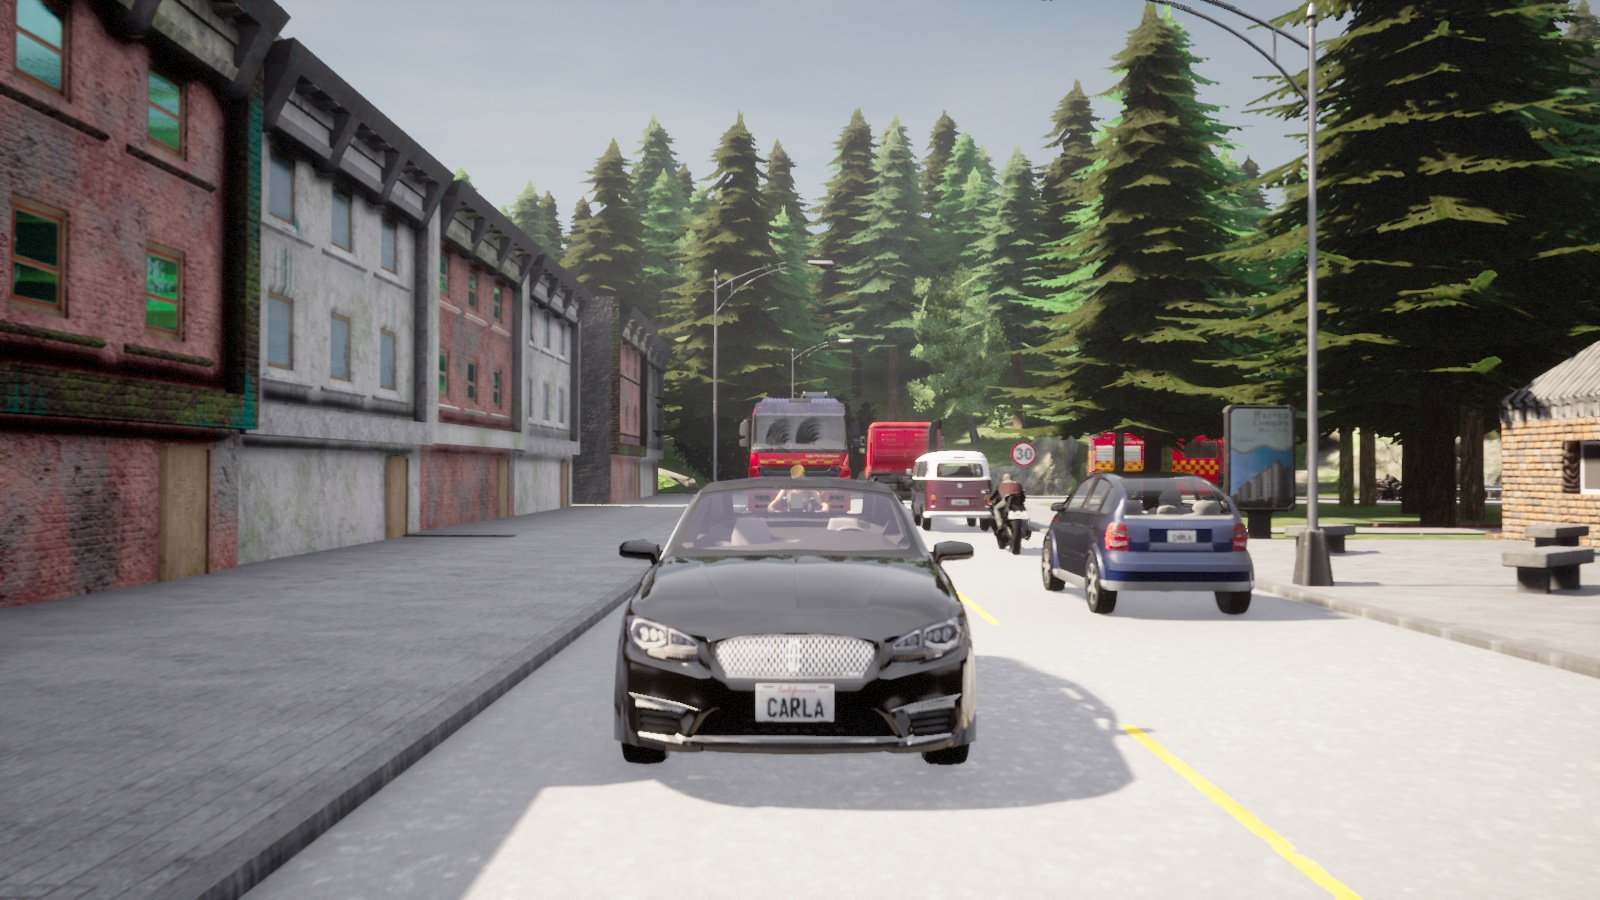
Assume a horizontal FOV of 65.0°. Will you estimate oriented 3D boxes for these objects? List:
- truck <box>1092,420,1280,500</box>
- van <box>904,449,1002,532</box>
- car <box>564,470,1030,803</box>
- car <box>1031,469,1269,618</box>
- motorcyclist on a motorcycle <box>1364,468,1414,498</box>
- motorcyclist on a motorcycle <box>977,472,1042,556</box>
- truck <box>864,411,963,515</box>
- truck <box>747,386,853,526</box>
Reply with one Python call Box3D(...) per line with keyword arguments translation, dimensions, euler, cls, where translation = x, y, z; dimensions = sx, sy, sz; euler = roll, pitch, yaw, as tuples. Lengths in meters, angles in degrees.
Box3D(translation=(18.899, 0.512, 62.020), dimensions=(8.468, 3.827, 2.891), euler=(0, -1, 7), cls="truck")
Box3D(translation=(3.988, 1.029, 33.473), dimensions=(2.069, 2.038, 4.480), euler=(0, -1, 0), cls="van")
Box3D(translation=(-0.014, 0.893, 8.202), dimensions=(2.128, 1.511, 4.902), euler=(0, -1, 0), cls="car")
Box3D(translation=(3.984, 1.001, 14.932), dimensions=(1.789, 1.549, 3.705), euler=(0, -1, 0), cls="car")
Box3D(translation=(30.808, 1.721, 65.746), dimensions=(2.191, 1.530, 0.866), euler=(0, -1, 0), cls="motorcyclist on a motorcycle")
Box3D(translation=(3.986, 1.196, 24.059), dimensions=(0.866, 1.530, 2.191), euler=(0, -1, 0), cls="motorcyclist on a motorcycle")
Box3D(translation=(3.990, 0.510, 45.910), dimensions=(2.891, 3.462, 7.936), euler=(0, -1, 0), cls="truck")
Box3D(translation=(-0.016, 0.232, 38.535), dimensions=(2.891, 3.827, 8.468), euler=(0, -1, 0), cls="truck")
